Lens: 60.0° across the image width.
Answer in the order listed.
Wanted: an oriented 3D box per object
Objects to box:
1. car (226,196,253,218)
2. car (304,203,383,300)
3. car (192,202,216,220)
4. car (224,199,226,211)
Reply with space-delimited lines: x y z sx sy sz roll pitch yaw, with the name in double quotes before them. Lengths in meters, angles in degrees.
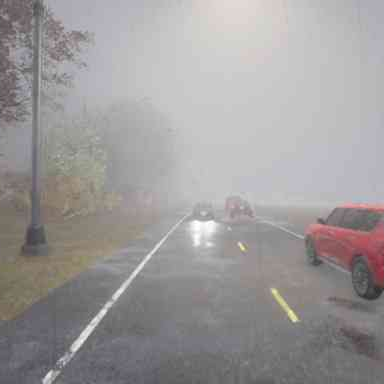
"car" 4.788 1.540 33.089 2.097 1.767 4.553 1 0 4
"car" 4.722 1.293 8.664 2.150 2.045 5.566 1 0 2
"car" 1.070 1.619 29.675 2.128 1.511 4.902 1 0 3
"car" 5.441 1.485 44.114 2.150 2.045 5.566 1 0 4
